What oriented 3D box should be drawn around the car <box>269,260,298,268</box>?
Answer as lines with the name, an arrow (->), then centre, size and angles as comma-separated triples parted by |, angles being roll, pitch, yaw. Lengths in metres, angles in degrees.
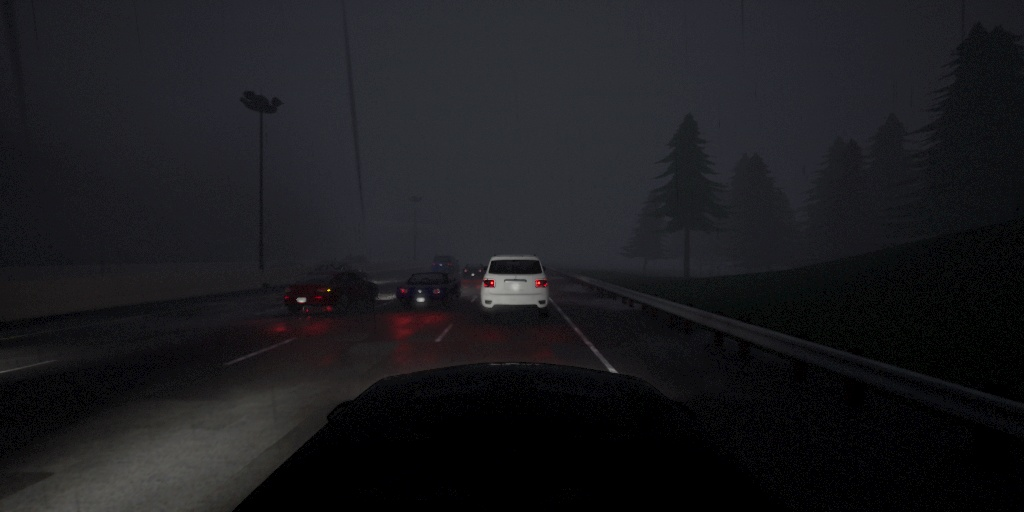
car -> -31.550, 1.277, 50.398 | 2.033, 1.411, 5.357 | 0, 0, 1

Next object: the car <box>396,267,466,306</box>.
car -> -3.401, 1.345, 15.614 | 1.895, 1.301, 4.718 | 0, 0, 0

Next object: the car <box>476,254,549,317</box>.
car -> 0.100, 0.967, 13.239 | 2.150, 2.045, 5.566 | 0, 0, 0

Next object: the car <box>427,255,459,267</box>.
car -> -6.899, 0.956, 37.494 | 2.150, 2.045, 5.566 | 0, 0, 0

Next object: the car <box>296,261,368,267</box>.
car -> -10.399, 1.233, 21.686 | 2.128, 1.511, 4.902 | 0, 0, 0

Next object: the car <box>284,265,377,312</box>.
car -> -6.899, 1.270, 14.067 | 1.812, 1.442, 4.674 | 0, 0, 0

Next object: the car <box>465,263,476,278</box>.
car -> -3.401, 1.337, 33.509 | 1.895, 1.301, 4.718 | 0, 0, 0

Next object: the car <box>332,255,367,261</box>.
car -> -21.079, 0.952, 47.508 | 2.150, 2.045, 5.566 | 0, 0, 0
